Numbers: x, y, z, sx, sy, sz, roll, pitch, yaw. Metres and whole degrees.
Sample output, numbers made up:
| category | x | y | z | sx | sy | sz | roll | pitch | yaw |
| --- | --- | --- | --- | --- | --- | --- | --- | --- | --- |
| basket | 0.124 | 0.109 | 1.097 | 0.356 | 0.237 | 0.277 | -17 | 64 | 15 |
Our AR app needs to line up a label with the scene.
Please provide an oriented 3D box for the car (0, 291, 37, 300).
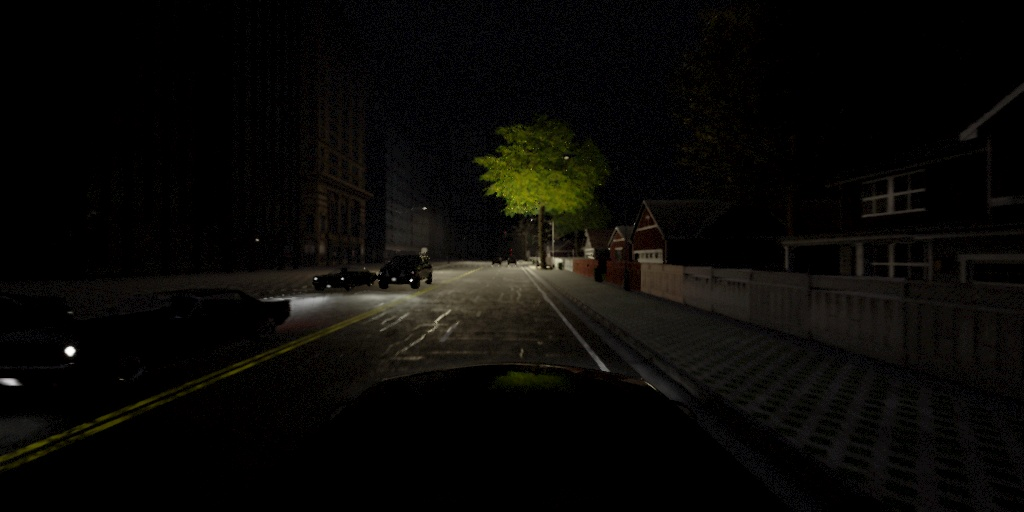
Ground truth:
| category | x | y | z | sx | sy | sz | roll | pitch | yaw |
| --- | --- | --- | --- | --- | --- | --- | --- | --- | --- |
| car | -9.824 | 1.231 | 5.183 | 2.128 | 1.511 | 4.902 | 0 | 0 | 0 |

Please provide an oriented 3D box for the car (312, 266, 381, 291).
| category | x | y | z | sx | sy | sz | roll | pitch | yaw |
| --- | --- | --- | --- | --- | --- | --- | --- | --- | --- |
| car | -9.795 | 1.299 | 21.383 | 1.895 | 1.301 | 4.718 | 0 | 0 | 0 |

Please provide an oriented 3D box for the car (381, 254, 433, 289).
| category | x | y | z | sx | sy | sz | roll | pitch | yaw |
| --- | --- | --- | --- | --- | --- | --- | --- | --- | --- |
| car | -6.532 | 0.913 | 22.676 | 2.150 | 2.045 | 5.566 | 0 | 1 | 1 |

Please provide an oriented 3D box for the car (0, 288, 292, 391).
| category | x | y | z | sx | sy | sz | roll | pitch | yaw |
| --- | --- | --- | --- | --- | --- | --- | --- | --- | --- |
| car | -6.567 | 1.335 | 6.900 | 1.895 | 1.301 | 4.718 | 0 | 0 | 0 |
